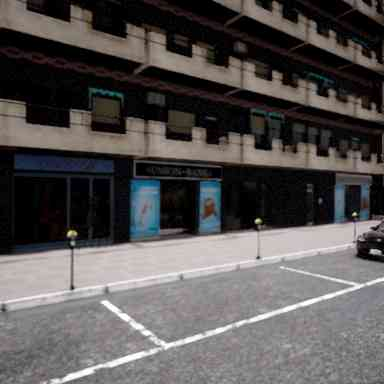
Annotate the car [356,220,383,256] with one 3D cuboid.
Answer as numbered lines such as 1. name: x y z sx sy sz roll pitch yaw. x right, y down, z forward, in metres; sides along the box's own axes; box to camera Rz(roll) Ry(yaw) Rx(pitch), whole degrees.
1. car: 7.772 1.595 12.107 4.313 1.339 1.947 0 0 -36
